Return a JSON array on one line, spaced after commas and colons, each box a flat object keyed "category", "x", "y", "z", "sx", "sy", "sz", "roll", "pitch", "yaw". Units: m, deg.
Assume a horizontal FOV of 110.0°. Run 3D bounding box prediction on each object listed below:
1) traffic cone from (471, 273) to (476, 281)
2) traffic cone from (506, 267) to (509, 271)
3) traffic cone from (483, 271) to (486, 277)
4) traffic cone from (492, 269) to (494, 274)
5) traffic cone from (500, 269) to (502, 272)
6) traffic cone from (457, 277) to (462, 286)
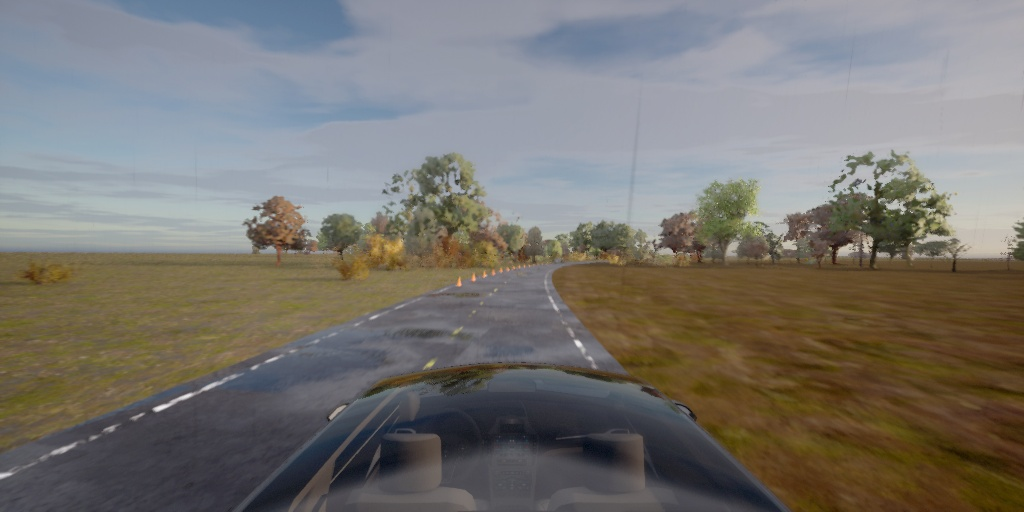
[{"category": "traffic cone", "x": -3.081, "y": 1.678, "z": 28.690, "sx": 0.340, "sy": 0.580, "sz": 0.340, "roll": 0, "pitch": 0, "yaw": 5}, {"category": "traffic cone", "x": -0.590, "y": 1.700, "z": 48.720, "sx": 0.340, "sy": 0.580, "sz": 0.340, "roll": 0, "pitch": 0, "yaw": 9}, {"category": "traffic cone", "x": -2.589, "y": 1.682, "z": 33.713, "sx": 0.340, "sy": 0.580, "sz": 0.340, "roll": 0, "pitch": 0, "yaw": 6}, {"category": "traffic cone", "x": -2.010, "y": 1.687, "z": 38.726, "sx": 0.340, "sy": 0.580, "sz": 0.340, "roll": 0, "pitch": 0, "yaw": 7}, {"category": "traffic cone", "x": -1.343, "y": 1.693, "z": 43.729, "sx": 0.340, "sy": 0.580, "sz": 0.340, "roll": 0, "pitch": 0, "yaw": 8}, {"category": "traffic cone", "x": -3.486, "y": 1.674, "z": 23.659, "sx": 0.340, "sy": 0.580, "sz": 0.340, "roll": 0, "pitch": 0, "yaw": 4}]
